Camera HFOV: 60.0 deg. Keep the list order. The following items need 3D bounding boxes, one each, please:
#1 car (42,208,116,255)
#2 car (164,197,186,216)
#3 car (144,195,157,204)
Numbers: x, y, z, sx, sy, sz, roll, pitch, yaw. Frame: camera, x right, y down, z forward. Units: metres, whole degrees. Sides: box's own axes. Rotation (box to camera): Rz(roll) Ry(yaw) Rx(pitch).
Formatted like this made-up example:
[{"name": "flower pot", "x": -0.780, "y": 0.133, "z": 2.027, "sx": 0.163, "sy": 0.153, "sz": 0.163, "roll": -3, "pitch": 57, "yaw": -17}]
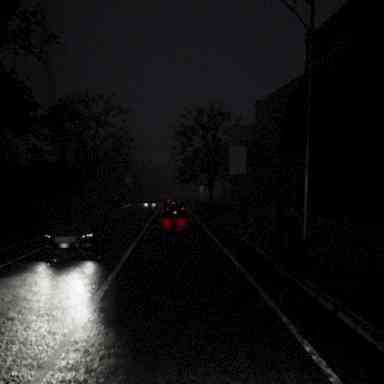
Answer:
[{"name": "car", "x": -4.198, "y": 1.414, "z": 12.991, "sx": 2.128, "sy": 1.511, "sz": 4.902, "roll": 0, "pitch": 0, "yaw": -4}, {"name": "car", "x": -1.513, "y": 1.382, "z": 29.456, "sx": 1.895, "sy": 1.301, "sz": 4.718, "roll": 0, "pitch": 0, "yaw": -4}, {"name": "car", "x": -6.718, "y": 1.180, "z": 54.215, "sx": 2.033, "sy": 1.411, "sz": 5.357, "roll": 0, "pitch": 0, "yaw": -3}]
